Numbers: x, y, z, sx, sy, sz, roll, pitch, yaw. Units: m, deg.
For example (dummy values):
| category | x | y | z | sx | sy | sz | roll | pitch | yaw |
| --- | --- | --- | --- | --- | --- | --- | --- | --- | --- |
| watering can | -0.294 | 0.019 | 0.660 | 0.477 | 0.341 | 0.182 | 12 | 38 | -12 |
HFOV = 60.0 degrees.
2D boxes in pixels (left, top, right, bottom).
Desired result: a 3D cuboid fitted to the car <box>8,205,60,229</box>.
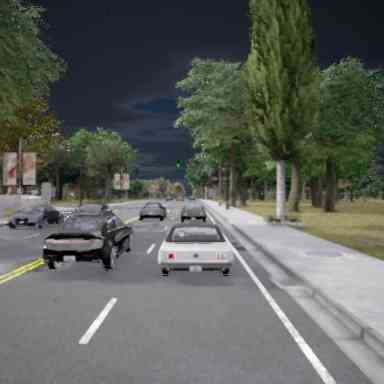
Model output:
| category | x | y | z | sx | sy | sz | roll | pitch | yaw |
| --- | --- | --- | --- | --- | --- | --- | --- | --- | --- |
| car | -9.832 | 1.558 | 21.181 | 1.994 | 1.385 | 4.181 | 0 | 0 | 0 |

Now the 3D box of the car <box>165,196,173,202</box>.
| category | x | y | z | sx | sy | sz | roll | pitch | yaw |
| --- | --- | --- | --- | --- | --- | --- | --- | --- | --- |
| car | -6.450 | 1.915 | 94.137 | 1.882 | 1.535 | 5.008 | 0 | -1 | 0 |

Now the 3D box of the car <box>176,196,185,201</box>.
| category | x | y | z | sx | sy | sz | roll | pitch | yaw |
| --- | --- | --- | --- | --- | --- | --- | --- | --- | --- |
| car | -3.202 | 1.831 | 89.326 | 1.994 | 1.385 | 4.181 | 0 | -1 | 0 |

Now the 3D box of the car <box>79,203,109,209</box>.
| category | x | y | z | sx | sy | sz | roll | pitch | yaw |
| --- | --- | --- | --- | --- | --- | --- | --- | --- | --- |
| car | -6.580 | 1.501 | 22.233 | 1.837 | 1.490 | 4.892 | 0 | -1 | 0 |

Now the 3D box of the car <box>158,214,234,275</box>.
| category | x | y | z | sx | sy | sz | roll | pitch | yaw |
| --- | --- | --- | --- | --- | --- | --- | --- | --- | --- |
| car | 0.096 | 1.593 | 10.365 | 1.895 | 1.301 | 4.718 | 0 | 0 | 0 |

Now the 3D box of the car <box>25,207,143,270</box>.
| category | x | y | z | sx | sy | sz | roll | pitch | yaw |
| --- | --- | --- | --- | --- | --- | --- | --- | --- | --- |
| car | -3.143 | 1.486 | 10.960 | 2.128 | 1.511 | 4.902 | 0 | 0 | 0 |

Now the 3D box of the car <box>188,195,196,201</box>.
| category | x | y | z | sx | sy | sz | roll | pitch | yaw |
| --- | --- | --- | --- | --- | --- | --- | --- | --- | --- |
| car | 0.048 | 1.653 | 89.679 | 2.097 | 1.767 | 4.553 | 0 | -1 | 0 |

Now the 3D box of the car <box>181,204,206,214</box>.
| category | x | y | z | sx | sy | sz | roll | pitch | yaw |
| --- | --- | --- | --- | --- | --- | --- | --- | --- | --- |
| car | 0.114 | 1.599 | 25.775 | 1.895 | 1.301 | 4.718 | 0 | 0 | 0 |

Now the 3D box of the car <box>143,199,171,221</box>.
| category | x | y | z | sx | sy | sz | roll | pitch | yaw |
| --- | --- | --- | --- | --- | --- | --- | --- | --- | --- |
| car | -3.135 | 1.565 | 27.586 | 1.994 | 1.385 | 4.181 | 0 | 0 | 0 |
